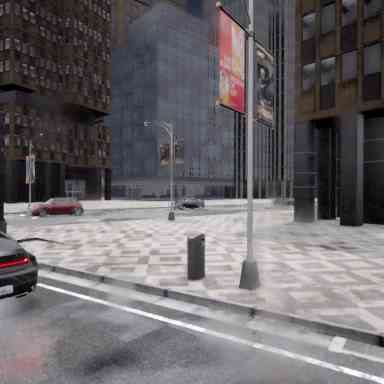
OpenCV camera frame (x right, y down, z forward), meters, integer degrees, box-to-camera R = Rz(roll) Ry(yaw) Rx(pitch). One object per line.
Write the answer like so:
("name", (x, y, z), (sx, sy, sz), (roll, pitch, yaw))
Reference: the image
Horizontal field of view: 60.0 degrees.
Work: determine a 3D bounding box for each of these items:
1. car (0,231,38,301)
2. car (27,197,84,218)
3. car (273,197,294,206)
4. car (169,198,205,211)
("car", (-5.332, 1.503, 7.253), (4.892, 1.490, 1.837), (0, 0, 34))
("car", (-12.123, 1.292, 29.663), (4.553, 1.767, 2.097), (0, 0, -41))
("car", (14.760, 1.546, 53.140), (4.181, 1.385, 1.994), (0, 0, -41))
("car", (-0.573, 1.440, 39.803), (4.902, 1.511, 2.128), (0, 0, -41))
